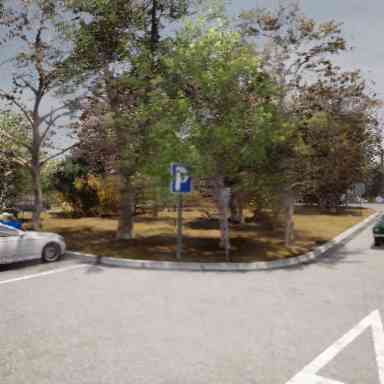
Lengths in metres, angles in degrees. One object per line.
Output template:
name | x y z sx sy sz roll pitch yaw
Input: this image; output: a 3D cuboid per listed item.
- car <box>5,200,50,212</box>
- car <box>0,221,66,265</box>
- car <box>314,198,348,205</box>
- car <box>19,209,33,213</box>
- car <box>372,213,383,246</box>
car | -18.419 1.710 37.202 2.128 1.511 4.902 -4 -2 35
car | -6.272 1.636 10.285 2.002 1.452 4.674 -1 0 35
car | 17.289 0.964 43.352 5.357 1.411 2.033 0 0 44
car | -8.831 1.629 12.120 2.097 1.535 5.008 -1 0 35
car | 9.159 1.527 14.591 1.895 1.301 4.718 -4 -1 34
